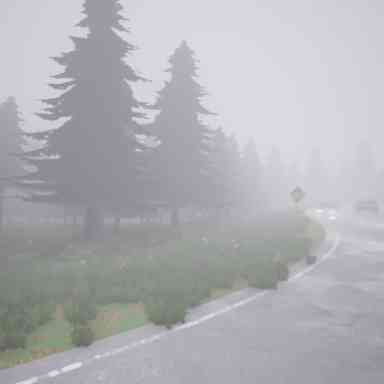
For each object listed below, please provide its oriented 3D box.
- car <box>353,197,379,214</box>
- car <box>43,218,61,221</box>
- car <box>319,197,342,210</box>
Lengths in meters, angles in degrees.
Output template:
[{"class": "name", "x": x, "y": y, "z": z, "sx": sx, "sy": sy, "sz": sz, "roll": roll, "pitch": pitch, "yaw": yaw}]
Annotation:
[{"class": "car", "x": 16.751, "y": 1.264, "z": 32.151, "sx": 2.128, "sy": 1.511, "sz": 4.902, "roll": 2, "pitch": 1, "yaw": 22}, {"class": "car", "x": -35.054, "y": 6.715, "z": 83.279, "sx": 4.193, "sy": 1.474, "sz": 1.816, "roll": 4, "pitch": 2, "yaw": -18}, {"class": "car", "x": 15.797, "y": 1.258, "z": 37.907, "sx": 1.895, "sy": 1.301, "sz": 4.718, "roll": 1, "pitch": 1, "yaw": 32}]
